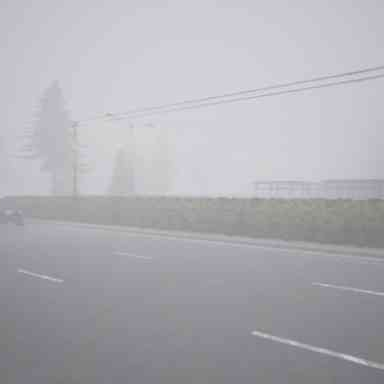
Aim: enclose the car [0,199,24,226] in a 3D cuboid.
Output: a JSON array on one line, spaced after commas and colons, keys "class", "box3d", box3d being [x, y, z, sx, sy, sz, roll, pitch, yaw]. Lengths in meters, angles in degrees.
[{"class": "car", "box3d": [-13.142, 1.356, 21.962, 4.553, 1.767, 2.097, 0, 0, 35]}]
